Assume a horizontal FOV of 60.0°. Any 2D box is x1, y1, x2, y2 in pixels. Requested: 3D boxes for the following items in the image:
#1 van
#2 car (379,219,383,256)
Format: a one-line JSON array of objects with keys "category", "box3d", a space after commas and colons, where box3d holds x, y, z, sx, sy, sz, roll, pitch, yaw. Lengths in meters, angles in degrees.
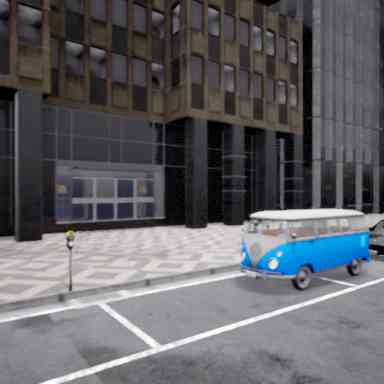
[{"category": "van", "box3d": [3.071, 1.367, 8.857, 3.998, 1.788, 1.690, 0, 0, -36]}, {"category": "car", "box3d": [7.655, 1.612, 12.135, 4.313, 1.339, 1.947, 0, 0, -36]}]
